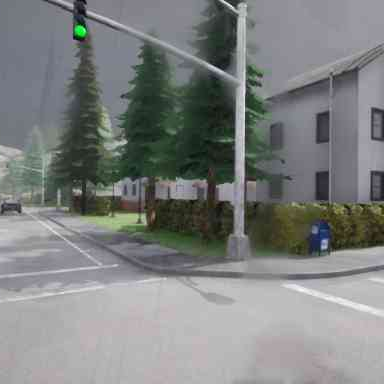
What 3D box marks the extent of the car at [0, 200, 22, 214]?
[{"bbox_3d":[-20.474,1.656,37.694,1.837,1.490,4.892,1,-1,-32],"label":"car"}]
